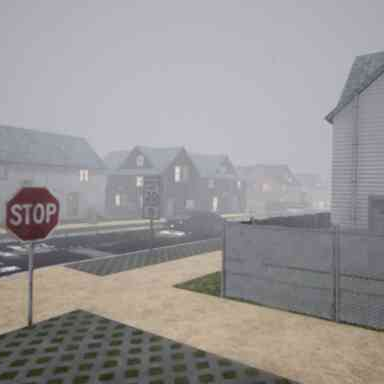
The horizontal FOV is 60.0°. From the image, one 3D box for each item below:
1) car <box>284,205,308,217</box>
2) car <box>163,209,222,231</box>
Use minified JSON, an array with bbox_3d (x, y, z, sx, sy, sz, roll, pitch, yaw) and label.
[{"bbox_3d":[13.292,2.429,42.039,1.812,1.442,4.674,2,0,37],"label":"car"},{"bbox_3d":[0.243,1.963,24.536,2.033,1.411,5.357,2,0,37],"label":"car"}]
